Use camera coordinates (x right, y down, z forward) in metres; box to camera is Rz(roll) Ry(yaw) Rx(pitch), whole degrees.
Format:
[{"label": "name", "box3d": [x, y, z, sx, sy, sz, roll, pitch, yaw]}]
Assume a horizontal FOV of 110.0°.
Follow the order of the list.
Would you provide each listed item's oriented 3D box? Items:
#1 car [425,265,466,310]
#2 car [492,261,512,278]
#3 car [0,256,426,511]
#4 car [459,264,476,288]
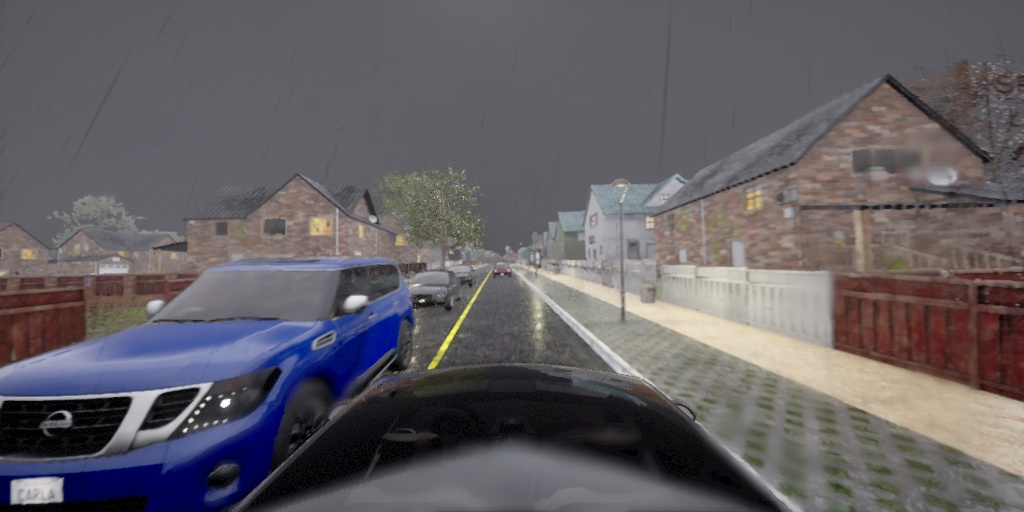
[{"label": "car", "box3d": [-3.231, 1.336, 15.039, 1.837, 1.490, 4.892, -1, 0, -2]}, {"label": "car", "box3d": [-0.980, 1.432, 35.714, 1.895, 1.301, 4.718, -1, 0, -2]}, {"label": "car", "box3d": [-2.902, 1.034, 4.873, 2.150, 2.045, 5.566, -1, 0, -2]}, {"label": "car", "box3d": [-3.568, 1.335, 25.210, 1.882, 1.535, 5.008, -1, 0, -2]}]
